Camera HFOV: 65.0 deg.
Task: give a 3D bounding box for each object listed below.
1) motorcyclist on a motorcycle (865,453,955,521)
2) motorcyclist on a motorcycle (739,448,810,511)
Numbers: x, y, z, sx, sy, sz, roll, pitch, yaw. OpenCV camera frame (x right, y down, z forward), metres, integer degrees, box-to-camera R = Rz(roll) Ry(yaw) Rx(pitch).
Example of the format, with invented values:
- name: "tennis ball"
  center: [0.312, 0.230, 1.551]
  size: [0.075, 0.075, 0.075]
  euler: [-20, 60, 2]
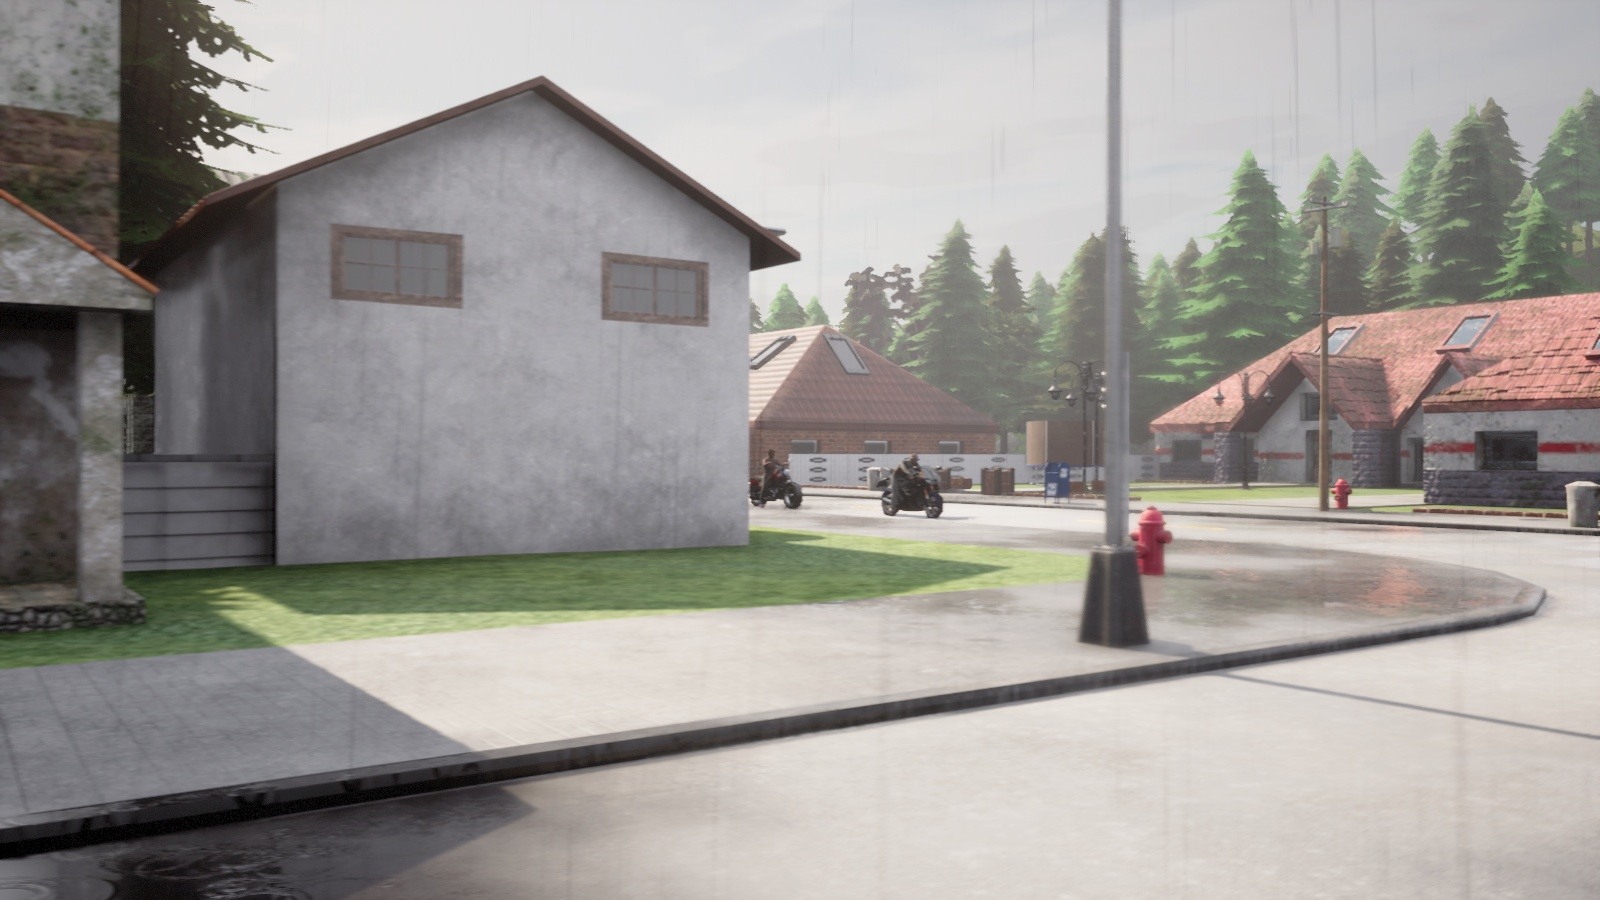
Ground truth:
- name: "motorcyclist on a motorcycle"
  center: [2.551, 0.842, 29.377]
  size: [0.866, 1.530, 2.191]
  euler: [0, 0, -35]
- name: "motorcyclist on a motorcycle"
  center: [-0.716, 0.776, 34.060]
  size: [0.766, 1.649, 2.350]
  euler: [0, 0, -35]
